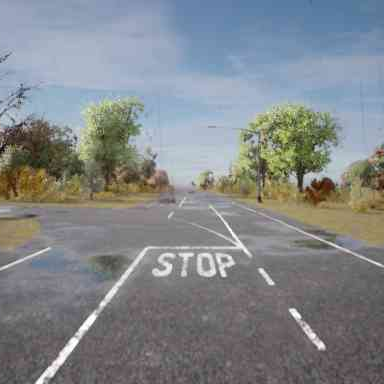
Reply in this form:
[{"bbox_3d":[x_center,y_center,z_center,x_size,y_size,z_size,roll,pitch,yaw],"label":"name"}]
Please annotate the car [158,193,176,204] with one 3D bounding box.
[{"bbox_3d":[-3.108,0.808,42.520,1.994,1.385,4.181,0,1,0],"label":"car"}]
